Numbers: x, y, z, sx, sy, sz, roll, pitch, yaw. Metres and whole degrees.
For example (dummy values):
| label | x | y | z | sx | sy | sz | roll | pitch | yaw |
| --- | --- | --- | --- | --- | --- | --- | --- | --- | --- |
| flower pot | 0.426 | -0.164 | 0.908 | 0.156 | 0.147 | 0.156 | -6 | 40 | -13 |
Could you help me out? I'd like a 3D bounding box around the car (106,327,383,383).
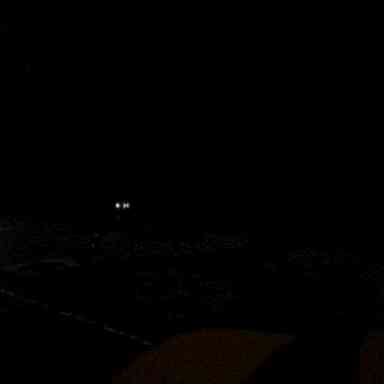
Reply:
| label | x | y | z | sx | sy | sz | roll | pitch | yaw |
| --- | --- | --- | --- | --- | --- | --- | --- | --- | --- |
| car | 1.439 | 1.525 | 2.056 | 4.829 | 1.417 | 1.752 | 0 | 0 | 36 |
